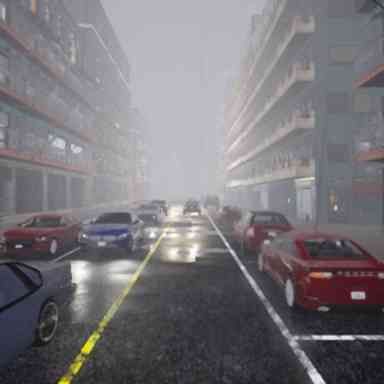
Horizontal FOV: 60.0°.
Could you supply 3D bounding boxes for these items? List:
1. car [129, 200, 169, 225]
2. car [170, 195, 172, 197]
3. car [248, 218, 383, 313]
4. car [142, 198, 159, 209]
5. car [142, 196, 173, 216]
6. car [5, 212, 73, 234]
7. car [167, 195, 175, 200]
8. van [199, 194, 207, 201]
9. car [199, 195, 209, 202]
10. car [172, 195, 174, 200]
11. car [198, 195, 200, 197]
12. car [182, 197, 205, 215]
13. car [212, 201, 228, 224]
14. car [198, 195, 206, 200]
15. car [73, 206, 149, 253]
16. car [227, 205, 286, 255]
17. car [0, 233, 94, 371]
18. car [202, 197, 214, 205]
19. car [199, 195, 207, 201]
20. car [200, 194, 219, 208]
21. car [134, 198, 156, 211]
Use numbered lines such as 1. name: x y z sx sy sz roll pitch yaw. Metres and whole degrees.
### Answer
1. car: -3.101 1.531 23.991 2.033 1.411 5.357 0 0 0
2. car: -5.703 1.513 68.393 2.008 1.369 4.403 1 0 0
3. car: 2.696 1.540 7.624 1.887 1.381 4.507 1 0 0
4. car: -5.697 1.516 46.300 1.887 1.381 4.507 1 0 0
5. car: -3.009 1.398 29.863 1.837 1.490 4.892 0 0 0
6. car: -5.686 1.535 13.159 1.887 1.381 4.507 1 0 0
7. car: -5.710 1.508 90.488 2.008 1.369 4.403 1 0 0
8. van: 2.677 1.301 79.429 1.690 1.788 3.998 1 0 0
9. car: 2.677 1.401 73.906 1.967 1.590 4.097 1 0 0
10. car: -5.708 1.509 84.964 2.008 1.369 4.403 1 0 0
11. car: 0.017 1.497 47.266 1.812 1.442 4.674 0 0 0
12. car: -0.007 1.526 33.516 2.033 1.411 5.357 0 0 0
13. car: 2.691 1.566 24.195 1.802 1.307 4.206 1 0 0
14. car: 2.671 1.503 90.477 1.887 1.381 4.507 0 0 0
15. car: -3.095 1.516 13.739 1.812 1.442 4.674 0 0 0
16. car: 2.696 1.431 13.148 1.967 1.590 4.097 1 0 0
17. car: -3.068 1.545 3.627 2.033 1.411 5.357 0 0 4
18. car: 2.681 1.533 57.335 1.947 1.339 4.313 1 0 0
19. car: 2.673 1.503 84.953 1.887 1.381 4.507 1 0 0
20. car: 2.687 1.287 46.289 2.192 1.841 5.009 1 0 0
21. car: -5.695 1.525 40.777 2.008 1.369 4.403 1 0 0
